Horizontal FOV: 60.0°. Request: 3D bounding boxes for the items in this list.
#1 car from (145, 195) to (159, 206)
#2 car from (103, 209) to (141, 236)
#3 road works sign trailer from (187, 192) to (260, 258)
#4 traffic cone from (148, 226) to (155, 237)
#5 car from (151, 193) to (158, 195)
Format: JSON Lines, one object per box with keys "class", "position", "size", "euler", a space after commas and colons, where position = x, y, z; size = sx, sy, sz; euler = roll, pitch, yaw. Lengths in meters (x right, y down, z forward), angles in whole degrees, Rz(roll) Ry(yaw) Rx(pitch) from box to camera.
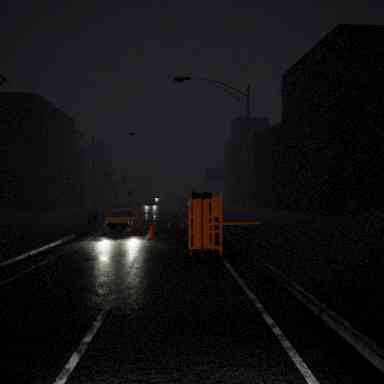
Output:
{"class": "car", "position": [-7.781, 1.804, 62.937], "size": [1.812, 1.442, 4.674], "euler": [0, 2, -4]}
{"class": "car", "position": [-4.282, 1.777, 20.748], "size": [1.882, 1.535, 5.008], "euler": [0, -2, -5]}
{"class": "road works sign trailer", "position": [0.820, 1.165, 13.288], "size": [2.880, 2.380, 3.560], "euler": [0, -1, -13]}
{"class": "traffic cone", "position": [-2.241, 2.183, 18.404], "size": [0.340, 0.580, 0.340], "euler": [-1, -2, -5]}
{"class": "car", "position": [-9.817, 0.981, 87.699], "size": [1.994, 1.385, 4.181], "euler": [0, 2, -5]}
